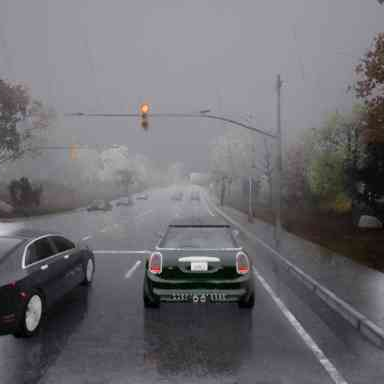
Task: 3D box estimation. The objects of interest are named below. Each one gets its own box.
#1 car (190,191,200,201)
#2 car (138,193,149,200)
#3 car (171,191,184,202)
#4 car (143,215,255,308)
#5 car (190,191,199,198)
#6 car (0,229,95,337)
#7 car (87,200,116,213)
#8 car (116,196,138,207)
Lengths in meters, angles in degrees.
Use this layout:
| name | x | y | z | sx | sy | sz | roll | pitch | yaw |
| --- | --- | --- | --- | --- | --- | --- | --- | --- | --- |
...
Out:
| name | x | y | z | sx | sy | sz | roll | pitch | yaw |
| --- | --- | --- | --- | --- | --- | --- | --- | --- | --- |
| car | 0.613 | 1.040 | 64.858 | 2.033 | 1.411 | 5.357 | 0 | 3 | 1 |
| car | -9.974 | 0.930 | 67.386 | 1.994 | 1.385 | 4.181 | 0 | 3 | 1 |
| car | -2.988 | 1.056 | 64.572 | 2.033 | 1.411 | 5.357 | 0 | 3 | 1 |
| car | 0.142 | 1.350 | 8.092 | 2.097 | 1.767 | 4.553 | 0 | 0 | 0 |
| car | 0.605 | 0.500 | 75.115 | 2.033 | 1.411 | 5.357 | 0 | 3 | 1 |
| car | -3.378 | 1.503 | 6.592 | 1.837 | 1.490 | 4.892 | 0 | 0 | 0 |
| car | -10.325 | 1.556 | 37.329 | 1.994 | 1.385 | 4.181 | 0 | 0 | 0 |
| car | -10.204 | 1.525 | 50.778 | 2.033 | 1.411 | 5.357 | 0 | 0 | 1 |
